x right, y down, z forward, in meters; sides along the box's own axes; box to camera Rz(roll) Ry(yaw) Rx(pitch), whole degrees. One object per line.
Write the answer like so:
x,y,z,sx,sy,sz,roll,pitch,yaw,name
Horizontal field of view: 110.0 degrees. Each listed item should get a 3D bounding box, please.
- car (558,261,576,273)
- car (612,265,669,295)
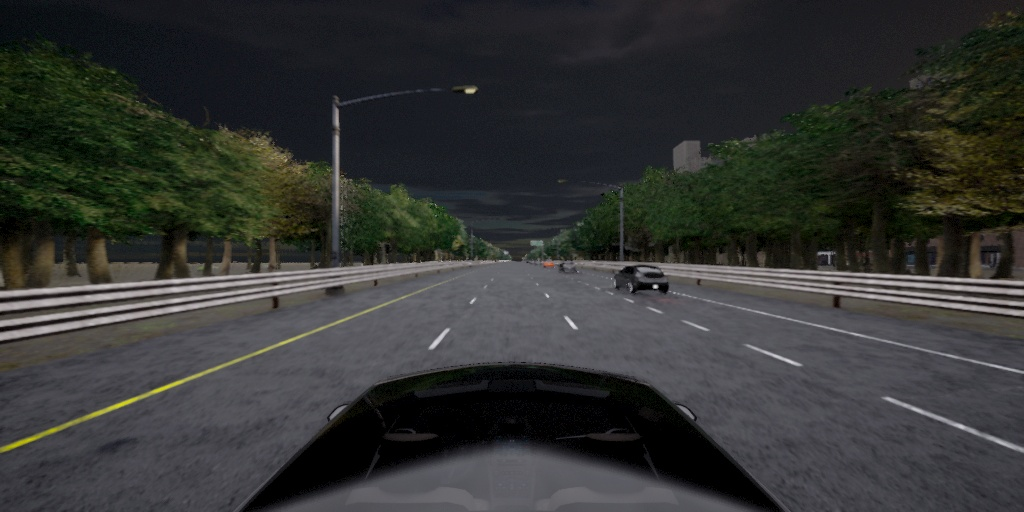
7.121,1.344,46.527,2.128,1.511,4.902,0,0,0,car
7.024,1.254,19.965,1.837,1.490,4.892,0,0,0,car
